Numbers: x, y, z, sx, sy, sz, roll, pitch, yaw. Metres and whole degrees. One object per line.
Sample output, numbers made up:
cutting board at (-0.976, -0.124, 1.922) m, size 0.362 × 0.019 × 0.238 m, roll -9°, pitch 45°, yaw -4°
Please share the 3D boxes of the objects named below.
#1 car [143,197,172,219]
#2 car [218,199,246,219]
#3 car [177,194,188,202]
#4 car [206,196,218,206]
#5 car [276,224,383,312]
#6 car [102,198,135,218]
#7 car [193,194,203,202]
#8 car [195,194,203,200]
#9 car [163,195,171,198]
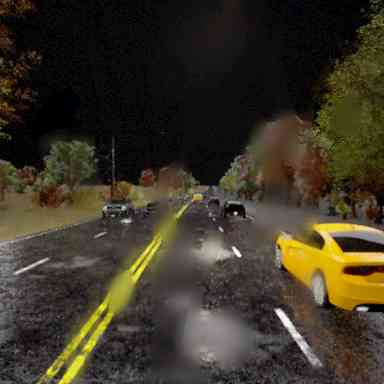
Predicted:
car at (-3.118, 1.486, 29.278) m, size 1.837 × 1.490 × 4.892 m, roll 0°, pitch 0°, yaw 1°
car at (3.576, 1.488, 29.400) m, size 1.837 × 1.490 × 4.892 m, roll 0°, pitch 0°, yaw 1°
car at (-2.039, 1.239, 69.574) m, size 2.097 × 1.767 × 4.553 m, roll 0°, pitch 0°, yaw 2°
car at (3.344, 1.453, 51.812) m, size 1.837 × 1.490 × 4.892 m, roll 0°, pitch 0°, yaw 1°
car at (3.384, 1.476, 7.830) m, size 1.882 × 1.535 × 5.008 m, roll 0°, pitch 0°, yaw 0°
car at (-6.369, 1.332, 29.274) m, size 2.097 × 1.767 × 4.553 m, roll 0°, pitch 0°, yaw 1°
car at (1.273, 1.239, 71.480) m, size 1.882 × 1.535 × 5.008 m, roll 0°, pitch 0°, yaw 2°
car at (1.935, 1.286, 88.212) m, size 2.128 × 1.511 × 4.902 m, roll 0°, pitch 0°, yaw 3°
car at (-5.289, 1.422, 69.665) m, size 2.033 × 1.411 × 5.357 m, roll 0°, pitch 0°, yaw 2°
